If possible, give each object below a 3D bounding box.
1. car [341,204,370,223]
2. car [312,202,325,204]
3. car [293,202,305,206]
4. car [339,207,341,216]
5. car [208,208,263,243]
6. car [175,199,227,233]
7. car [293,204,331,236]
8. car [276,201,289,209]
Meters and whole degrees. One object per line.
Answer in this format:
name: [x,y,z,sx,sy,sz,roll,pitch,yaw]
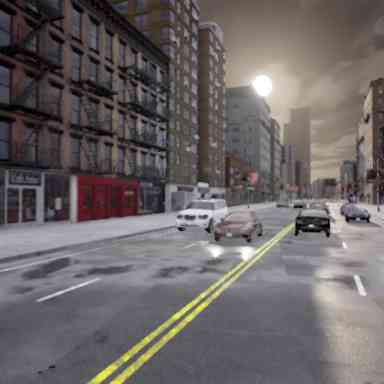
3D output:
car: [14.639,2.012,29.710,1.895,1.301,4.718,0,-1,22]
car: [13.663,1.833,35.874,2.097,1.767,4.553,0,-1,22]
car: [18.092,2.340,56.009,1.895,1.301,4.718,0,-1,22]
car: [18.511,2.088,39.412,2.033,1.411,5.357,0,-1,22]
car: [2.589,1.751,17.629,1.812,1.442,4.674,0,-1,22]
car: [0.859,1.494,22.033,2.150,2.045,5.566,0,-1,22]
car: [7.450,1.753,20.459,1.882,1.535,5.008,0,-1,22]
car: [16.640,2.359,61.020,1.994,1.385,4.181,0,-1,22]
